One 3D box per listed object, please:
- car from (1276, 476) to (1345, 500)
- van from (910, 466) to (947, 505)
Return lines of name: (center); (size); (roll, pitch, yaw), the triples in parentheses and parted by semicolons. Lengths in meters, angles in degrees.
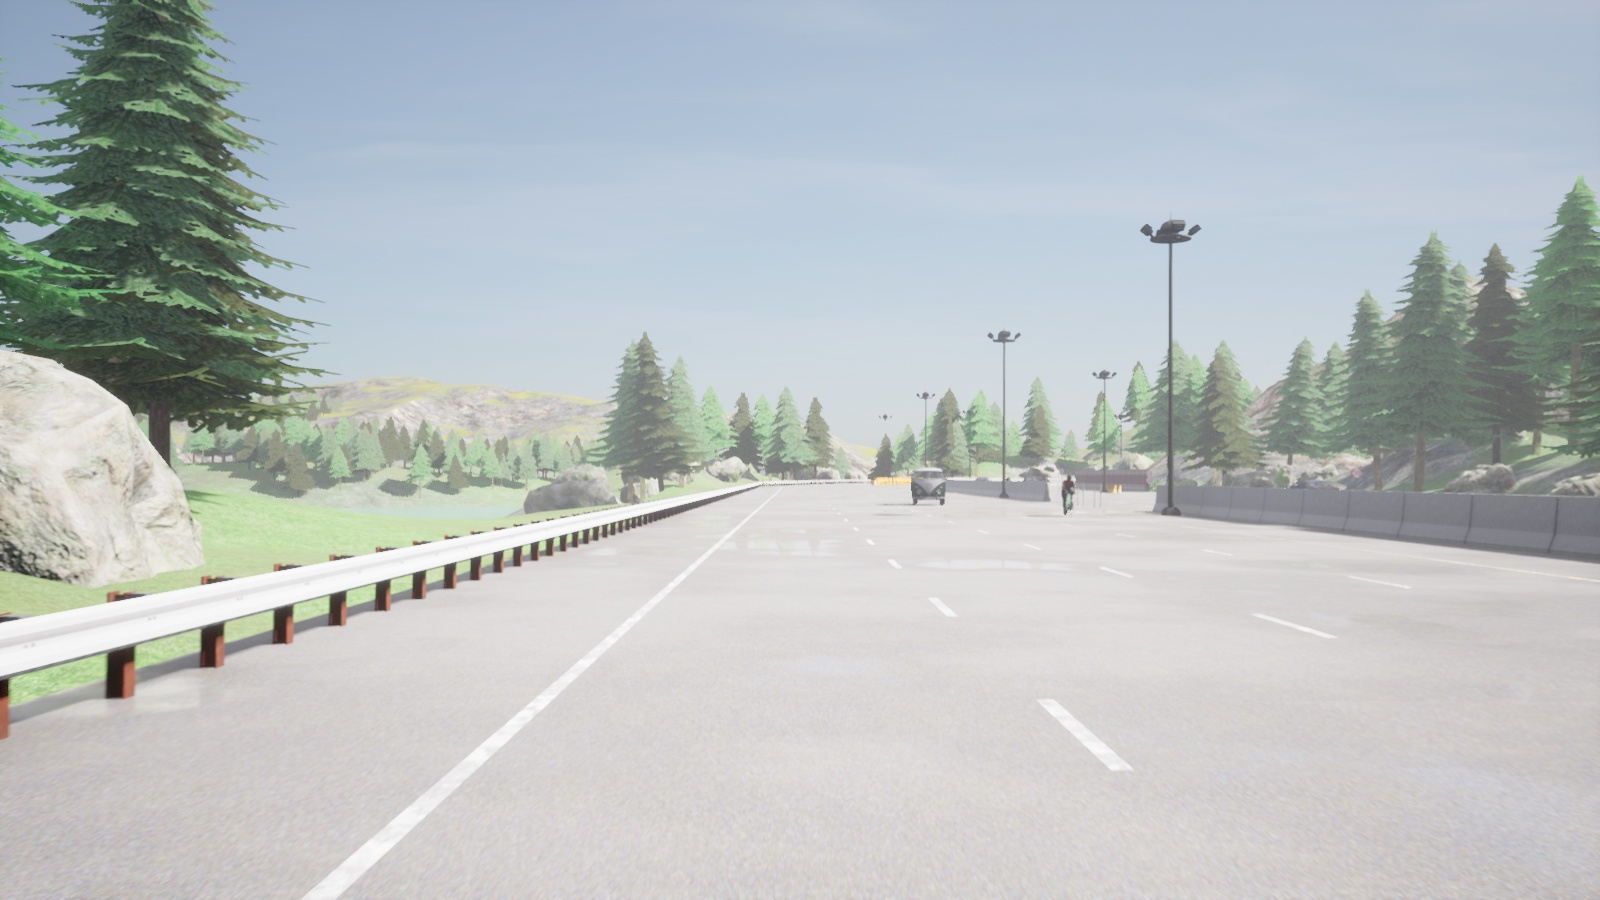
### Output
car: (31.303, 2.279, 77.133); (2.033, 1.411, 5.357); (0, -1, 0)
van: (6.851, 1.883, 67.116); (1.775, 1.987, 4.442); (-1, -1, 4)
